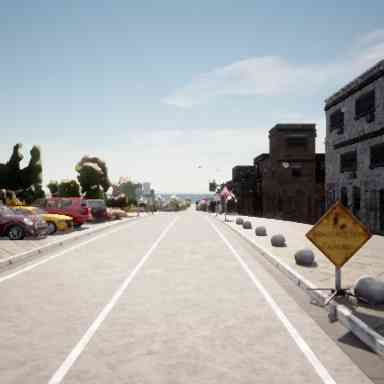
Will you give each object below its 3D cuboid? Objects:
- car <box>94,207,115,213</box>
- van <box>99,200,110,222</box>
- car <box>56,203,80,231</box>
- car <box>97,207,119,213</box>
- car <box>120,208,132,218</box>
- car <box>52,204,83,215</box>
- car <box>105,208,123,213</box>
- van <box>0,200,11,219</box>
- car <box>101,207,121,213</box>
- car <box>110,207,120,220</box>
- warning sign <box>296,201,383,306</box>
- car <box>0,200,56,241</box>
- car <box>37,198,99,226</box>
[{"bbox_3d":[-21.800,4.547,83.119,4.674,1.452,2.002,0,-3,0],"label":"car"},{"bbox_3d":[-9.641,1.614,28.345,4.442,1.987,1.878,0,-2,0],"label":"van"},{"bbox_3d":[-9.469,1.591,19.233,5.008,1.535,2.097,0,-1,-1],"label":"car"},{"bbox_3d":[-21.782,4.684,86.392,4.892,1.521,2.231,0,-3,0],"label":"car"},{"bbox_3d":[-9.366,2.041,34.290,5.366,1.575,1.946,0,-2,0],"label":"car"},{"bbox_3d":[-21.941,3.079,58.827,4.553,1.767,2.185,0,-3,0],"label":"car"},{"bbox_3d":[-21.757,5.066,92.803,4.674,1.452,2.002,0,-3,0],"label":"car"},{"bbox_3d":[-21.705,1.841,34.892,4.442,1.987,1.878,0,-2,0],"label":"van"},{"bbox_3d":[-21.779,4.858,89.661,5.008,1.535,2.097,0,-3,0],"label":"car"},{"bbox_3d":[-9.569,1.813,31.377,4.553,1.767,2.185,0,-2,0],"label":"car"},{"bbox_3d":[2.847,1.119,6.483,1.300,1.860,1.060,0,0,0],"label":"warning sign"},{"bbox_3d":[-9.469,1.395,16.201,4.553,1.767,2.185,0,-1,-1],"label":"car"},{"bbox_3d":[-9.519,1.409,22.156,5.566,2.045,2.435,0,-2,0],"label":"car"}]
